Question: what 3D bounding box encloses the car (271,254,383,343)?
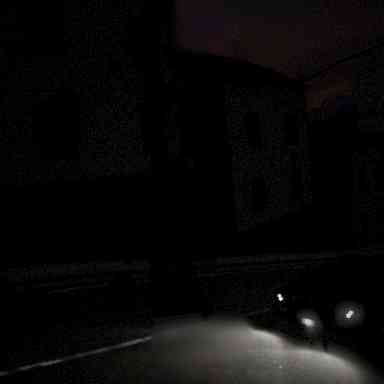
[{"bbox_3d":[4.120,2.231,7.879,5.357,1.411,2.033,7,-6,-41],"label":"car"}]
